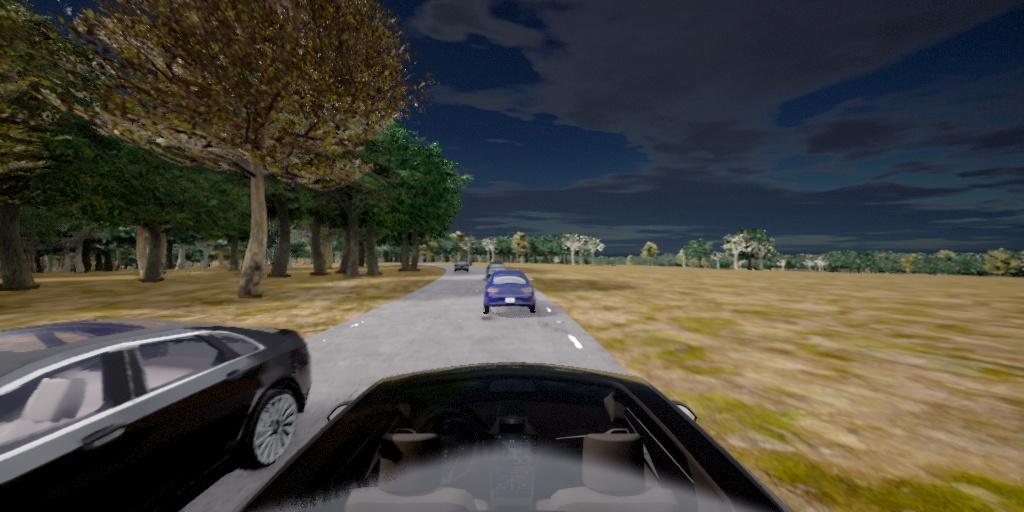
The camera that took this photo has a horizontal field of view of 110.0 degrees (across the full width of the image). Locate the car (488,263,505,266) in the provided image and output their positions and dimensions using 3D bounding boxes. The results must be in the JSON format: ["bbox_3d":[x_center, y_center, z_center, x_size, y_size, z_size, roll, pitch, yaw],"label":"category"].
[{"bbox_3d":[-1.417,1.301,32.087,2.033,1.411,5.357,0,0,-6],"label":"car"}]

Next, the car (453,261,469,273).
[{"bbox_3d":[-6.383,1.348,45.290,2.033,1.411,5.357,0,0,-9],"label":"car"}]

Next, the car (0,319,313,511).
[{"bbox_3d":[-3.172,1.251,2.067,2.128,1.511,4.902,0,0,0],"label":"car"}]

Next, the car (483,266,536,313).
[{"bbox_3d":[-0.144,1.274,13.983,1.812,1.442,4.674,0,0,-2],"label":"car"}]
